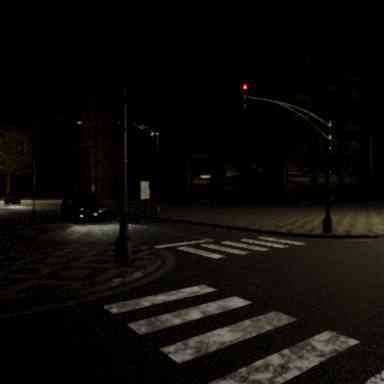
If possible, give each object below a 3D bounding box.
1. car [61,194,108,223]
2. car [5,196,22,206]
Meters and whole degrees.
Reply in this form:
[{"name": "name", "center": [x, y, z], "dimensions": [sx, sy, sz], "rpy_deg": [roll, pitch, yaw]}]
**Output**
[{"name": "car", "center": [-8.301, 1.187, 25.275], "dimensions": [2.150, 2.045, 5.566], "rpy_deg": [-1, 1, -36]}, {"name": "car", "center": [-28.377, 1.415, 52.731], "dimensions": [2.128, 1.511, 4.902], "rpy_deg": [-1, 0, -36]}]
